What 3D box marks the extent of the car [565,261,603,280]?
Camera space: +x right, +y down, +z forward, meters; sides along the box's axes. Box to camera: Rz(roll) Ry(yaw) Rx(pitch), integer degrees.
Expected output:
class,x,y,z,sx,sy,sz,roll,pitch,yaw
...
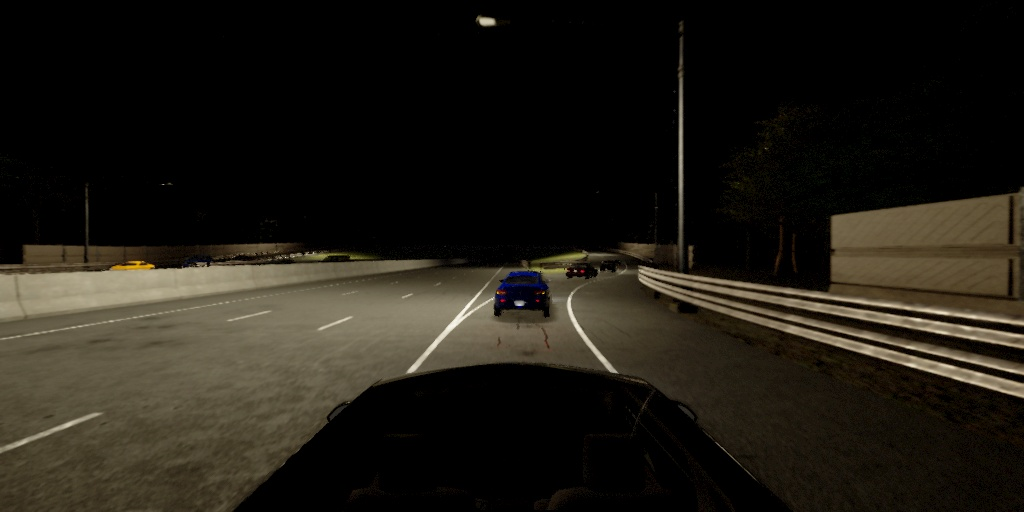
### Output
class,x,y,z,sx,sy,sz,roll,pitch,yaw
car,6.317,1.339,32.113,2.033,1.411,5.357,0,0,25

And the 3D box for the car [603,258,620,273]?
class,x,y,z,sx,sy,sz,roll,pitch,yaw
car,12.573,1.361,46.843,1.837,1.490,4.892,1,1,21

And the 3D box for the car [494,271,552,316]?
class,x,y,z,sx,sy,sz,roll,pitch,yaw
car,0.491,1.279,13.279,1.812,1.442,4.674,0,0,6

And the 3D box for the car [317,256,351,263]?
class,x,y,z,sx,sy,sz,roll,pitch,yaw
car,-21.084,0.985,42.547,2.150,2.045,5.566,0,0,0

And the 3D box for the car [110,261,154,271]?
class,x,y,z,sx,sy,sz,roll,pitch,yaw
car,-40.985,1.365,38.784,1.882,1.535,5.008,0,0,-23

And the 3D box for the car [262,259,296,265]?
class,x,y,z,sx,sy,sz,roll,pitch,yaw
car,-28.073,1.117,43.155,2.097,1.767,4.553,0,0,0

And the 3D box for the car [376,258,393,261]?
class,x,y,z,sx,sy,sz,roll,pitch,yaw
car,-21.039,1.155,59.280,2.097,1.767,4.553,0,0,1
